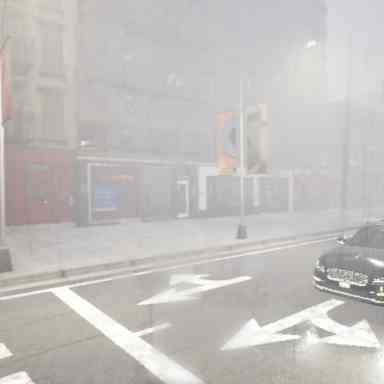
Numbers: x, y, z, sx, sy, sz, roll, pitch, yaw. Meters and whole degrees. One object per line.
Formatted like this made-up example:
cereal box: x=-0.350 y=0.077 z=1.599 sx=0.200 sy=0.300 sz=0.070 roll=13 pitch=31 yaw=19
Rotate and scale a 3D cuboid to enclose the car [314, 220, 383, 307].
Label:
car: x=4.713 y=1.435 z=7.576 sx=4.892 sy=1.490 sz=1.837 roll=0 pitch=1 yaw=-38
